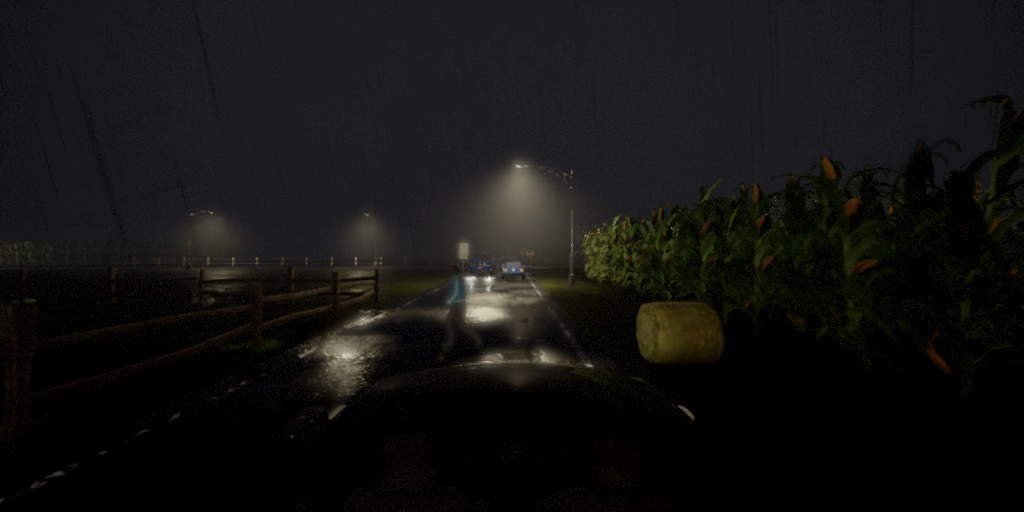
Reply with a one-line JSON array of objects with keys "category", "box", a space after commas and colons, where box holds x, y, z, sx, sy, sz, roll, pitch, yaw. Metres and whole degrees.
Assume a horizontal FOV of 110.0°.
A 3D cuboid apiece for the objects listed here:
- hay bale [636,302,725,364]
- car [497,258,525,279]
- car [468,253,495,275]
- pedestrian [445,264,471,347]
[{"category": "hay bale", "box": [3.125, 1.365, 6.830, 1.220, 1.180, 1.240, 0, 0, 0]}, {"category": "car", "box": [0.091, 1.075, 29.195, 2.033, 1.411, 5.357, 0, 0, 0]}, {"category": "car", "box": [-2.798, 0.709, 34.263, 2.150, 2.045, 5.566, 0, 0, 0]}, {"category": "pedestrian", "box": [-1.132, 1.000, 7.565, 0.375, 1.860, 0.375, -1, 1, -5]}]
